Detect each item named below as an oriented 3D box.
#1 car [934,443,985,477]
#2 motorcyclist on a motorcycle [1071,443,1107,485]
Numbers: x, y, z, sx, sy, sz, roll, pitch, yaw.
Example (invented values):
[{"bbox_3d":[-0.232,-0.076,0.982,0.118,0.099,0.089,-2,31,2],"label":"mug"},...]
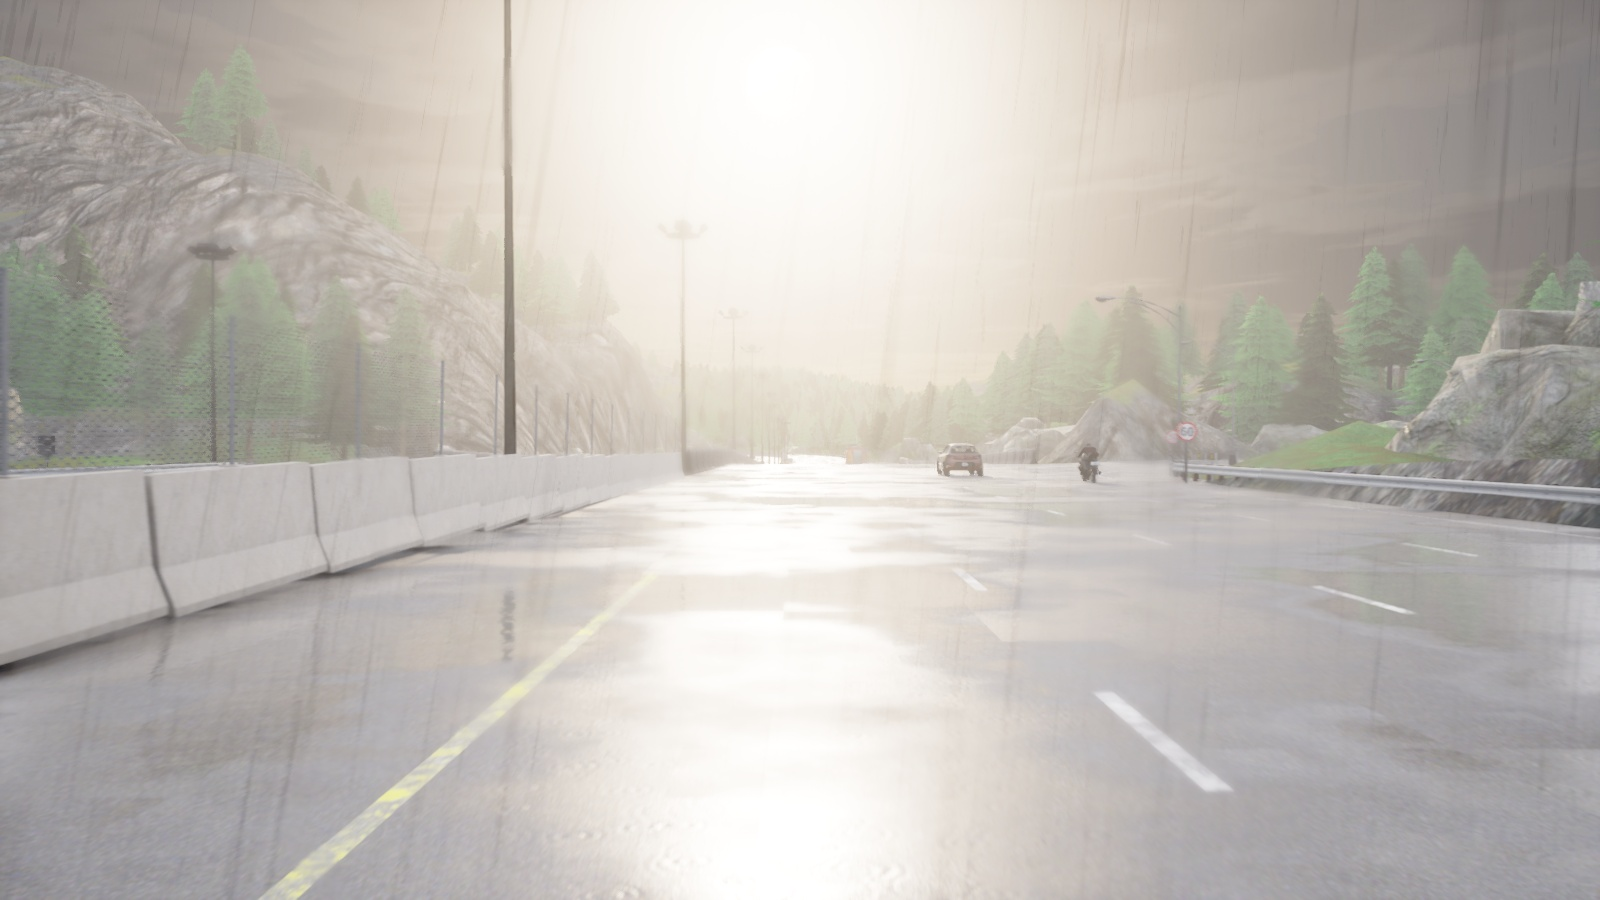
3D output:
[{"bbox_3d":[7.257,0.440,57.391,1.816,1.474,4.193,0,0,0],"label":"car"},{"bbox_3d":[10.749,0.515,46.783,0.866,1.530,2.191,0,0,1],"label":"motorcyclist on a motorcycle"}]
